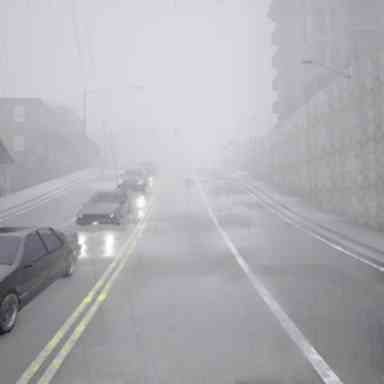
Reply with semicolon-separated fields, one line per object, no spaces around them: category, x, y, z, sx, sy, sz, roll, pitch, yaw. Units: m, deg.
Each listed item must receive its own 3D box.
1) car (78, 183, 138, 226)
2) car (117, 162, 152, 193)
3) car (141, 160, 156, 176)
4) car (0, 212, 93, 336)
car;-4.232;0.634;16.816;2.033;1.411;5.357;0;7;-2
car;-4.613;-1.070;26.442;2.097;1.767;4.553;0;10;-2
car;-4.983;-2.661;36.498;1.837;1.490;4.892;0;10;-2
car;-3.829;1.466;6.845;2.033;1.411;5.357;0;2;-2
